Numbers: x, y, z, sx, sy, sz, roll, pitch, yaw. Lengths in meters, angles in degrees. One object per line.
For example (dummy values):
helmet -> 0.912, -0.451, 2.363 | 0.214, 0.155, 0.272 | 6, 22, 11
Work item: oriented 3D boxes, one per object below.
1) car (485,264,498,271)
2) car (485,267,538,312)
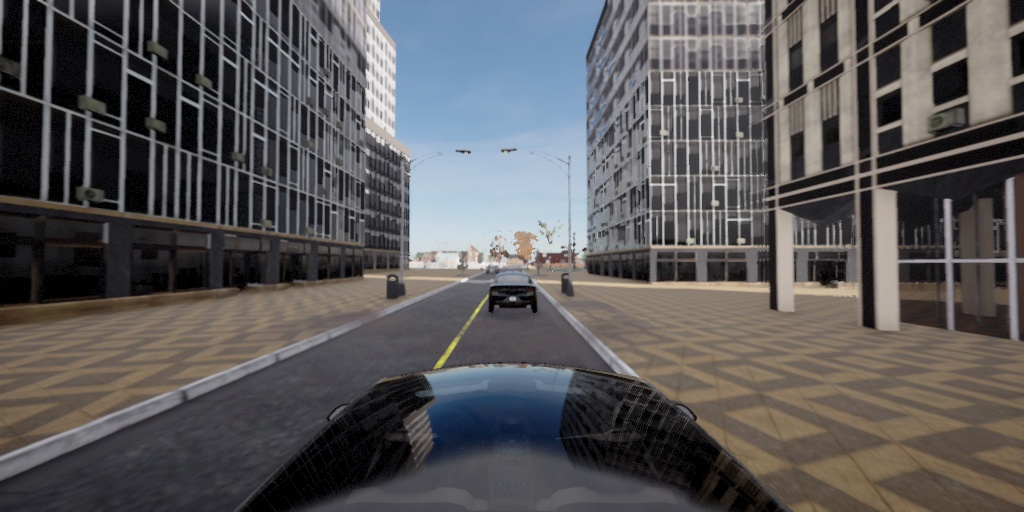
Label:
car -> -2.831, 1.936, 52.614 | 2.128, 1.511, 4.902 | 0, -1, 0
car -> 0.052, 1.407, 15.333 | 1.882, 1.535, 5.008 | 0, 0, 0
